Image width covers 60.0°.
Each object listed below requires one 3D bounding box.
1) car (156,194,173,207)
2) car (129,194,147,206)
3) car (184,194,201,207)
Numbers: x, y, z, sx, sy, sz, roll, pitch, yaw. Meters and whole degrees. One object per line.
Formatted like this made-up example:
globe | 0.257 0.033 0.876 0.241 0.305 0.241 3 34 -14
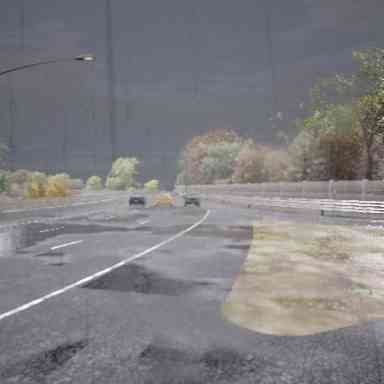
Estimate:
car | -3.442 1.018 42.194 1.882 1.535 5.008 1 1 -1
car | -6.964 0.969 43.307 1.882 1.535 5.008 1 1 -2
car | 0.052 1.085 41.995 1.837 1.490 4.892 1 1 0
